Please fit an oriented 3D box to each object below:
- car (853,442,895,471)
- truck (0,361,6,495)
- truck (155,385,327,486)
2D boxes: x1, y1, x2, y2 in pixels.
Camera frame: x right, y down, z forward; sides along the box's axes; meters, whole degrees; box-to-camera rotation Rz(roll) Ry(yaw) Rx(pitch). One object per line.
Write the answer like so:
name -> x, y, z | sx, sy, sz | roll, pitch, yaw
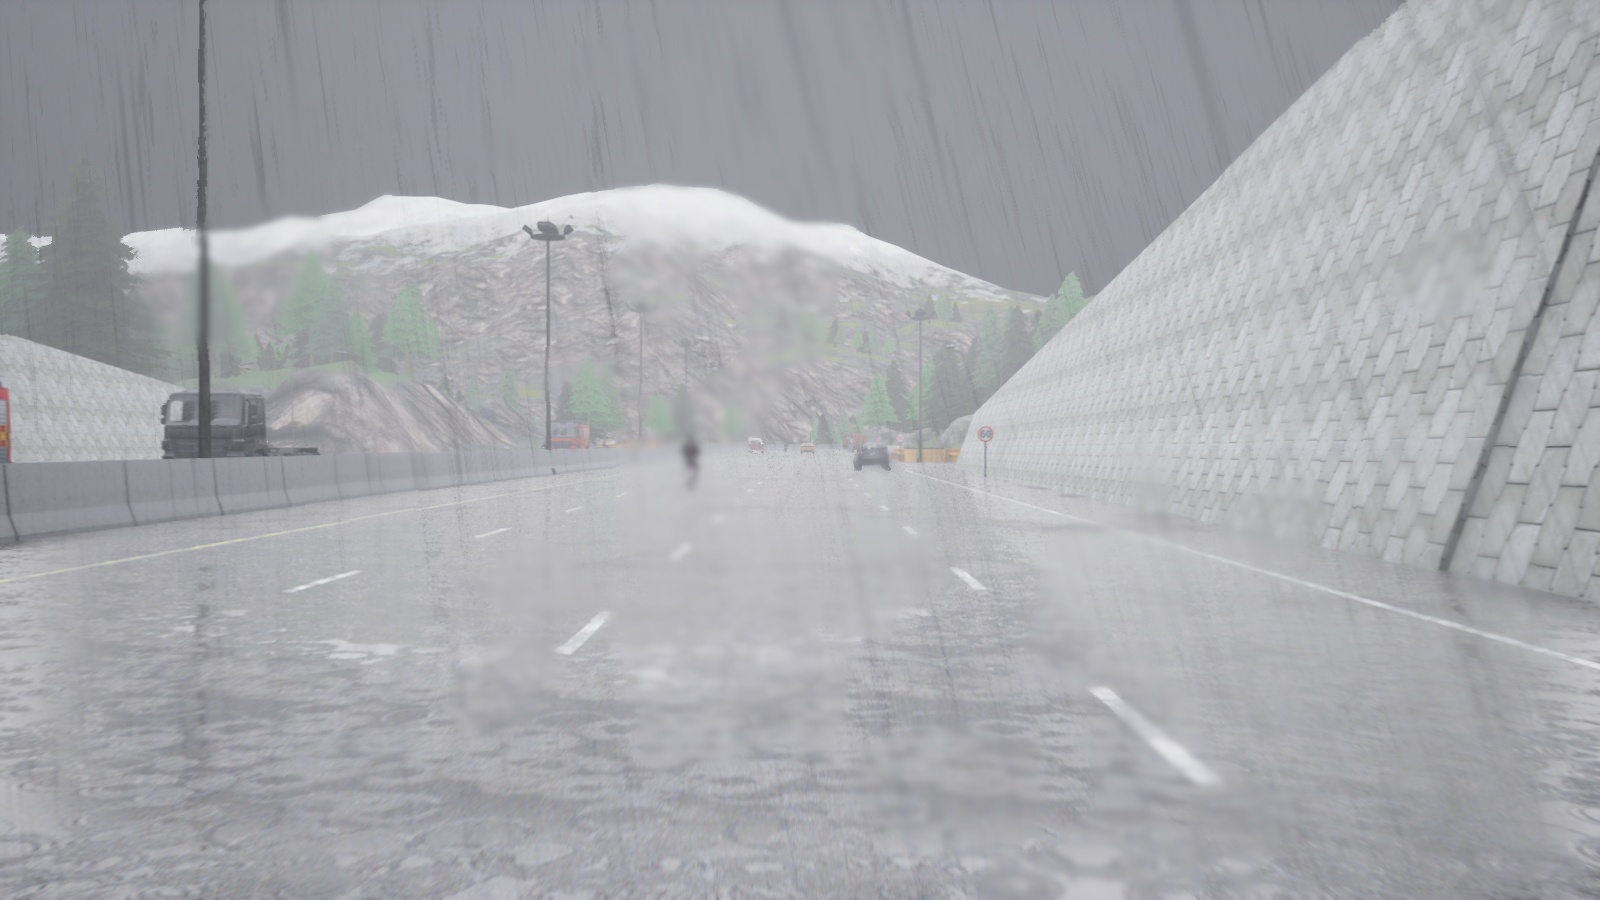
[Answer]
car -> 3.906, 0.317, 67.332 | 2.007, 1.525, 4.514 | 0, 0, 0
truck -> -24.299, -0.618, 31.872 | 2.891, 3.827, 8.468 | 0, 0, 0
truck -> -20.711, -0.518, 47.157 | 2.891, 3.462, 7.936 | 0, 0, 0
